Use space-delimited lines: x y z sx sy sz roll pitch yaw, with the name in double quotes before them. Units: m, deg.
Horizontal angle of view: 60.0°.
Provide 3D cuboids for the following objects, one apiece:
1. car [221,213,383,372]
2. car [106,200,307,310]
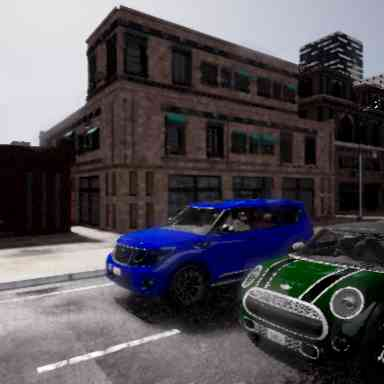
"car" 2.962 1.361 5.800 4.553 1.767 2.097 0 0 -35
"car" 0.764 1.229 8.226 5.566 2.045 2.150 0 0 -36
